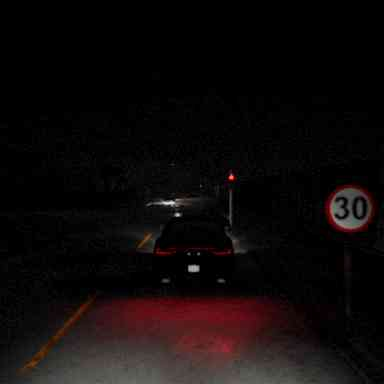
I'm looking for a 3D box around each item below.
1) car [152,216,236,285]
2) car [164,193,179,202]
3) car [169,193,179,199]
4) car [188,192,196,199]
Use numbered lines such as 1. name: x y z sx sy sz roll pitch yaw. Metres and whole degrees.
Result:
1. car: 0.052 1.396 9.288 1.882 1.535 5.008 0 0 0
2. car: -4.042 0.970 59.972 2.128 1.511 4.902 0 1 1
3. car: -3.996 0.897 75.433 1.994 1.385 4.181 0 0 0
4. car: 0.004 0.713 72.060 1.812 1.442 4.674 0 0 0
